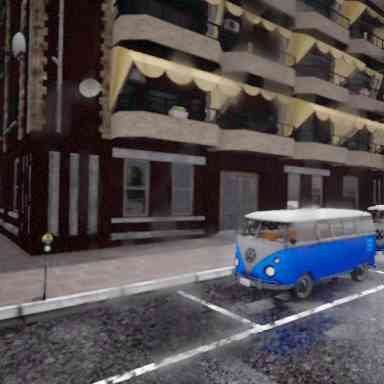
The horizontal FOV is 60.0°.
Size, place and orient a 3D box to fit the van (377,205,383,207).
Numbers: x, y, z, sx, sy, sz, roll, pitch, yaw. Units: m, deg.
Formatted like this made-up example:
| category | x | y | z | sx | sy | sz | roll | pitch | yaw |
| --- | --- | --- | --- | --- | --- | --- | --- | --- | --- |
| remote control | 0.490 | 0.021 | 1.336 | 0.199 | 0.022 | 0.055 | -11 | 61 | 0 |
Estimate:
| category | x | y | z | sx | sy | sz | roll | pitch | yaw |
| --- | --- | --- | --- | --- | --- | --- | --- | --- | --- |
| van | 7.324 | 1.320 | 11.272 | 3.998 | 1.788 | 1.690 | 0 | 2 | -35 |

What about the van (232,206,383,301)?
| category | x | y | z | sx | sy | sz | roll | pitch | yaw |
| --- | --- | --- | --- | --- | --- | --- | --- | --- | --- |
| van | 2.816 | 1.329 | 8.065 | 3.998 | 1.788 | 1.690 | 0 | 2 | -35 |
